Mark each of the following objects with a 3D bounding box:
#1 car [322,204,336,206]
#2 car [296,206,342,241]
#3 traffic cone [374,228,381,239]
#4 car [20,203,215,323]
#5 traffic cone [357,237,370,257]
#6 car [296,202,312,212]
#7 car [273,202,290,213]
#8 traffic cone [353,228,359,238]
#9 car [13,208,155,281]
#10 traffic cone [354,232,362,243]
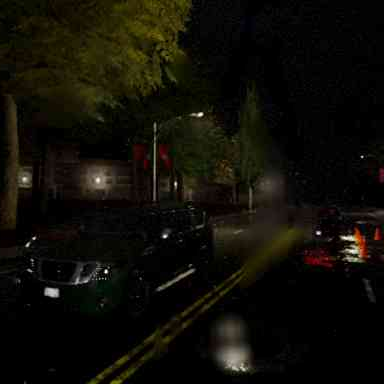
[{"bbox_3d":[14.393,2.017,34.913,1.837,1.490,4.892,0,-1,24],"label":"car"},{"bbox_3d":[7.089,1.750,18.277,1.837,1.490,4.892,0,-1,24],"label":"car"},{"bbox_3d":[9.826,2.192,17.619,0.340,0.580,0.340,0,-1,24],"label":"traffic cone"},{"bbox_3d":[-1.197,1.325,7.988,2.150,2.045,5.566,0,-1,24],"label":"car"},{"bbox_3d":[6.499,2.121,12.527,0.340,0.580,0.340,0,-1,24],"label":"traffic cone"},{"bbox_3d":[15.749,2.223,46.568,1.837,1.490,4.892,0,-1,24],"label":"car"},{"bbox_3d":[13.293,2.281,49.055,1.812,1.442,4.674,0,-1,24],"label":"car"},{"bbox_3d":[8.107,2.172,16.190,0.340,0.580,0.340,0,-1,24],"label":"traffic cone"},{"bbox_3d":[-3.303,1.498,11.276,2.097,1.767,4.553,0,-1,24],"label":"car"},{"bbox_3d":[7.303,2.147,14.358,0.340,0.580,0.340,0,-1,24],"label":"traffic cone"}]
